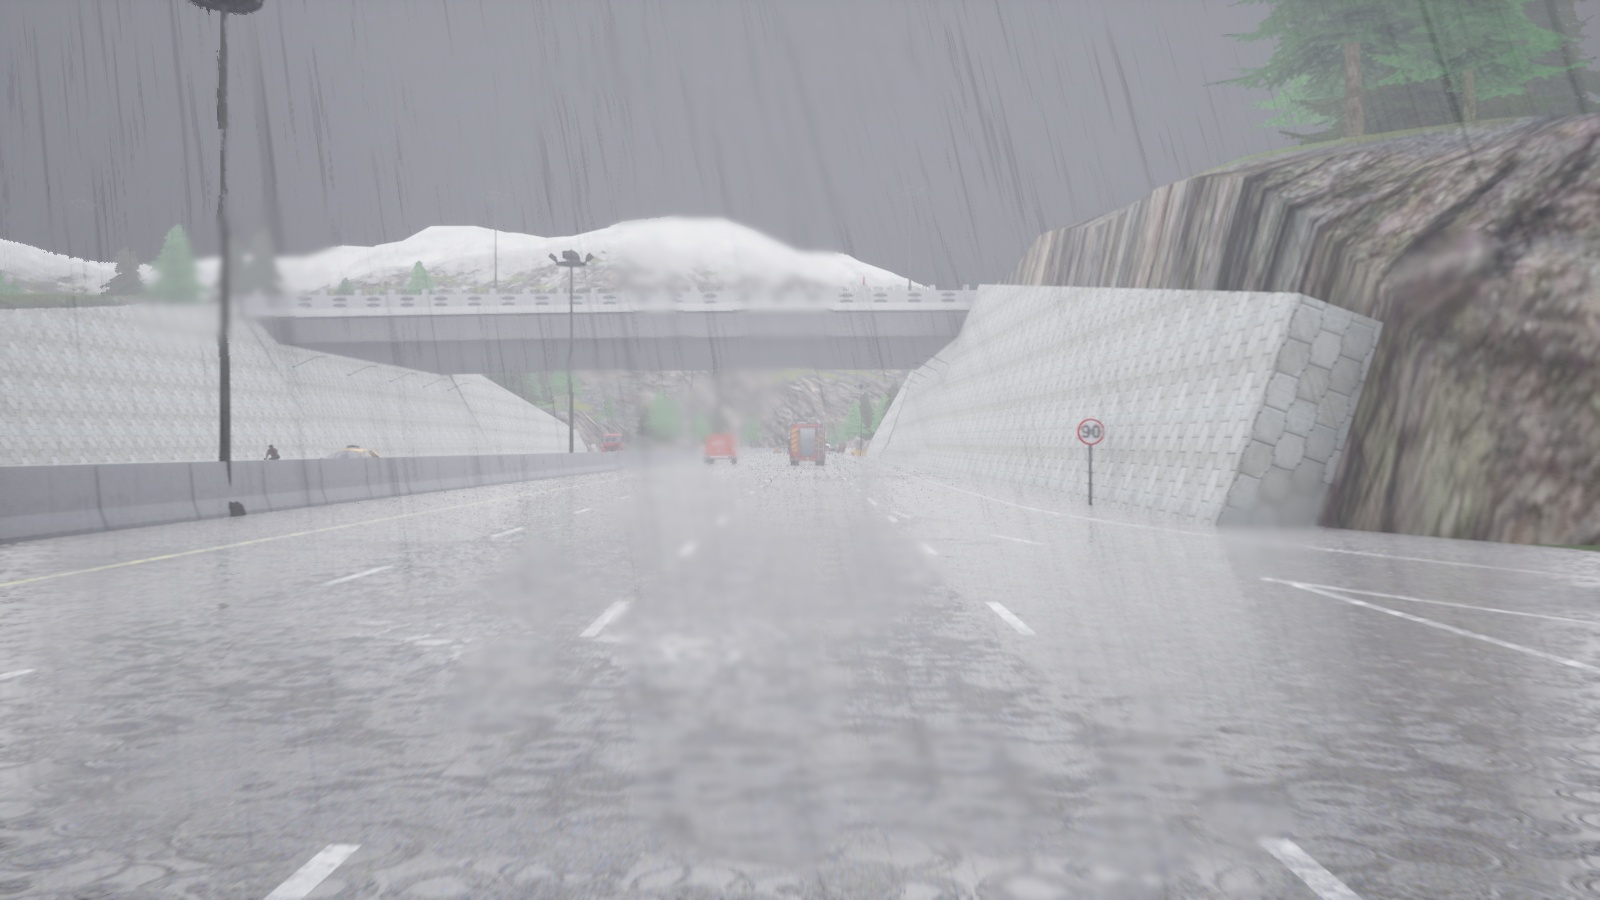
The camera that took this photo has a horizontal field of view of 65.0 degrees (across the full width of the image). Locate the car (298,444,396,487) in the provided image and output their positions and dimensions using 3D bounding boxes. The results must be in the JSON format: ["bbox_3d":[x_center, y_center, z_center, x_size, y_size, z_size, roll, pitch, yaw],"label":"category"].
[{"bbox_3d":[-17.209,0.547,47.997,1.801,1.575,5.366,0,0,0],"label":"car"}]
